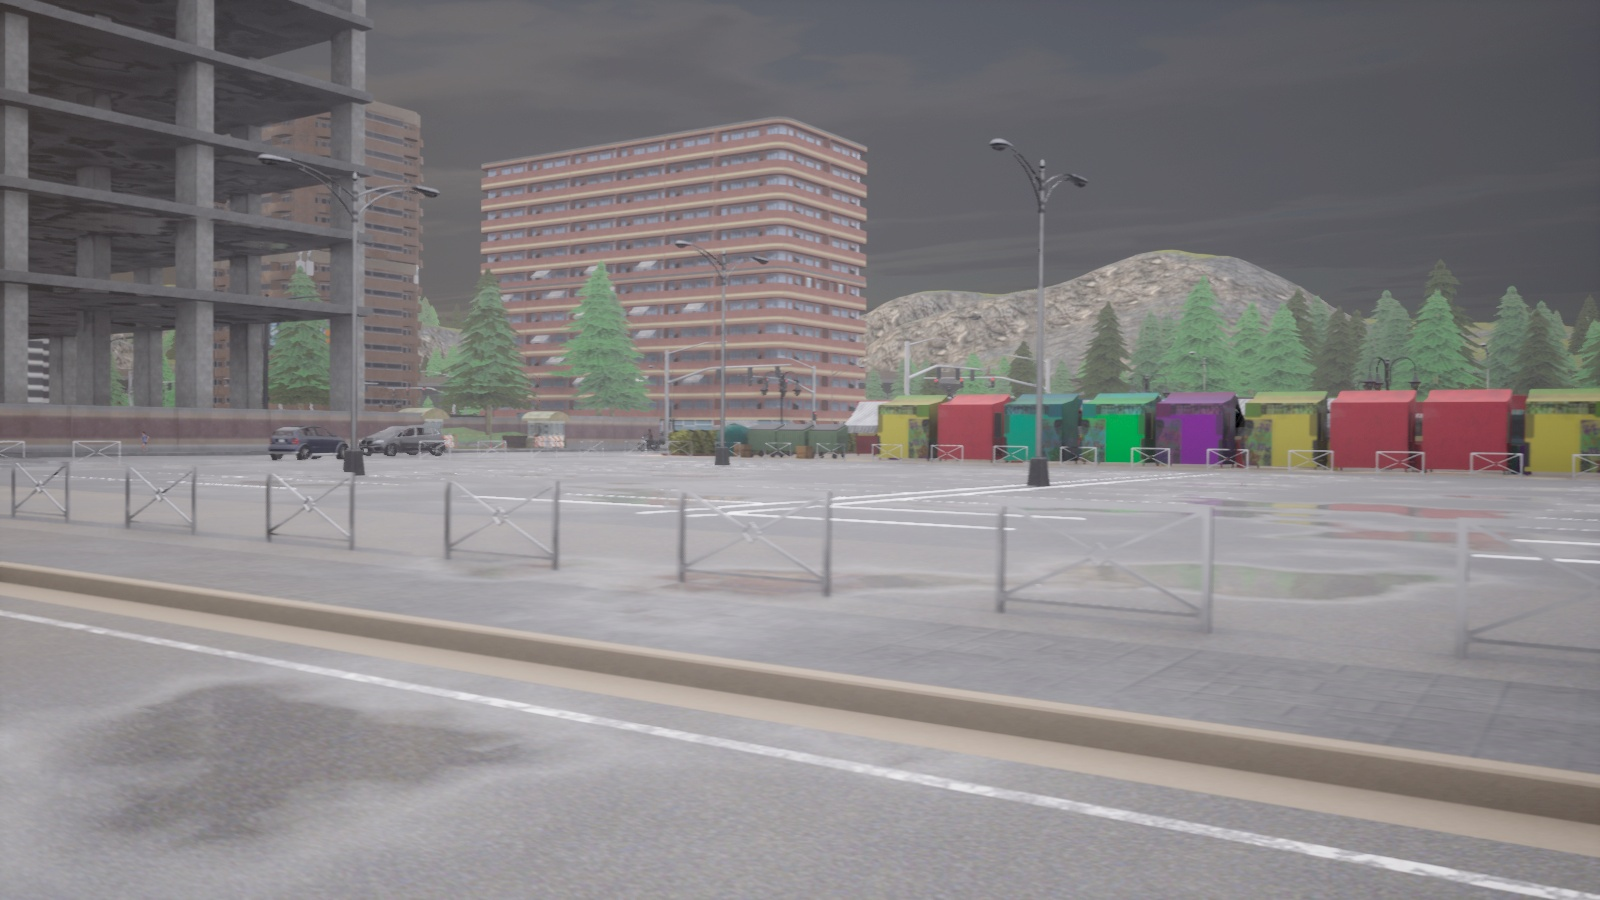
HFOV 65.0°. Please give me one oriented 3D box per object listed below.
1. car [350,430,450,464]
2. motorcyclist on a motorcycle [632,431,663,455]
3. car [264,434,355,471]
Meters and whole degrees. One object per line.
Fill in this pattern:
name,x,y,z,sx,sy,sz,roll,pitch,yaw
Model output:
car,-20.892,-0.190,65.789,2.242,1.667,4.611,0,1,33
motorcyclist on a motorcycle,-10.624,-0.476,87.718,0.766,1.649,2.350,0,1,33
car,-21.905,0.084,56.248,1.789,1.549,3.705,0,1,19
